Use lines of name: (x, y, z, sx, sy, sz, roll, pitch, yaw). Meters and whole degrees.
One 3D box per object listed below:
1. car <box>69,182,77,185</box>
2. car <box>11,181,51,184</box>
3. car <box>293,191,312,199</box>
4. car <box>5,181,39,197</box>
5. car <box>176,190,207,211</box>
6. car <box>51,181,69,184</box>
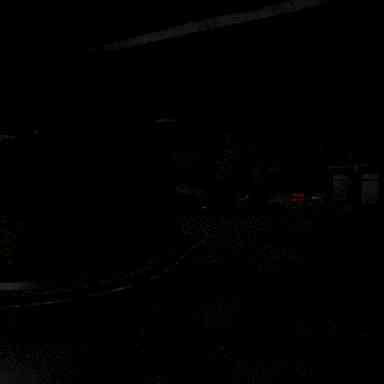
car: (-25.319, -1.274, 68.064, 4.605, 1.855, 1.932, 2, 2, 35)
car: (-17.150, -0.169, 35.198, 3.866, 1.878, 1.905, 2, 2, 35)
car: (18.866, 0.478, 56.540, 1.895, 1.301, 4.718, 2, 2, 36)
car: (-21.674, -0.453, 42.420, 4.605, 1.855, 1.932, 2, 2, 35)
car: (-0.688, 0.815, 29.244, 2.033, 1.411, 5.357, 2, 2, 36)
car: (-26.660, -1.247, 65.454, 3.866, 1.878, 1.905, 2, 2, 35)
